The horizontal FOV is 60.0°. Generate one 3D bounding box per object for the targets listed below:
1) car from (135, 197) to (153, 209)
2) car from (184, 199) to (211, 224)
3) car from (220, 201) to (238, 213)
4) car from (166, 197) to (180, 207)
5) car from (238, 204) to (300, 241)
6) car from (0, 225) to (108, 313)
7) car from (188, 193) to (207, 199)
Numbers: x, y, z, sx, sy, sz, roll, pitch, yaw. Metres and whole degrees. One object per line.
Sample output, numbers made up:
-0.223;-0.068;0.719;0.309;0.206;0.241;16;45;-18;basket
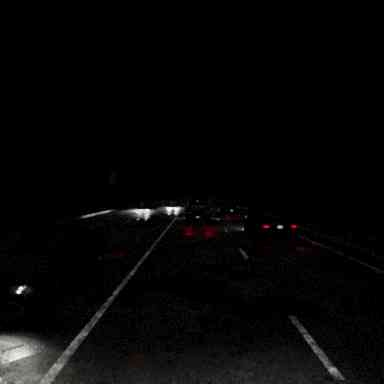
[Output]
-6.467;1.453;45.422;2.128;1.511;4.902;0;0;1;car
0.413;1.508;24.613;1.812;1.442;4.674;0;0;1;car
4.082;1.578;36.070;1.895;1.301;4.718;0;0;1;car
-2.870;1.454;51.075;2.128;1.511;4.902;0;0;1;car
3.800;1.538;16.701;2.033;1.411;5.357;0;0;1;car
-3.523;1.539;8.094;2.033;1.411;5.357;0;0;1;car
0.682;1.191;42.936;2.150;2.045;5.566;0;0;1;car
